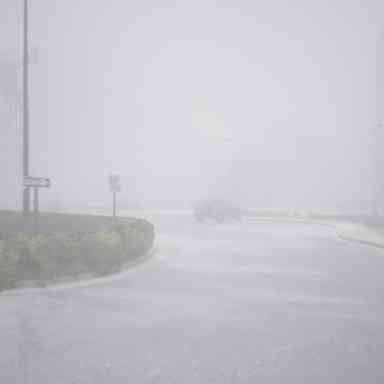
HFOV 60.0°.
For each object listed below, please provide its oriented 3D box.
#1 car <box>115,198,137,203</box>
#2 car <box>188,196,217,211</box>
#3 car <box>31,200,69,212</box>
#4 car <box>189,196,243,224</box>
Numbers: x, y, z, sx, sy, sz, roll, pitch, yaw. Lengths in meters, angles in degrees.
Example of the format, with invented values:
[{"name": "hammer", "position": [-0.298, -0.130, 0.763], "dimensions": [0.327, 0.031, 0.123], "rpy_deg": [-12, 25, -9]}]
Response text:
[{"name": "car", "position": [-9.966, 1.660, 49.679], "dimensions": [1.816, 1.474, 4.193], "rpy_deg": [0, 0, 35]}, {"name": "car", "position": [1.386, 1.413, 42.384], "dimensions": [1.905, 1.878, 3.866], "rpy_deg": [0, 0, 35]}, {"name": "car", "position": [-16.395, 1.668, 38.471], "dimensions": [1.784, 1.438, 3.905], "rpy_deg": [0, 0, 35]}, {"name": "car", "position": [2.091, 1.367, 25.681], "dimensions": [1.932, 1.855, 4.605], "rpy_deg": [0, 0, 35]}]
